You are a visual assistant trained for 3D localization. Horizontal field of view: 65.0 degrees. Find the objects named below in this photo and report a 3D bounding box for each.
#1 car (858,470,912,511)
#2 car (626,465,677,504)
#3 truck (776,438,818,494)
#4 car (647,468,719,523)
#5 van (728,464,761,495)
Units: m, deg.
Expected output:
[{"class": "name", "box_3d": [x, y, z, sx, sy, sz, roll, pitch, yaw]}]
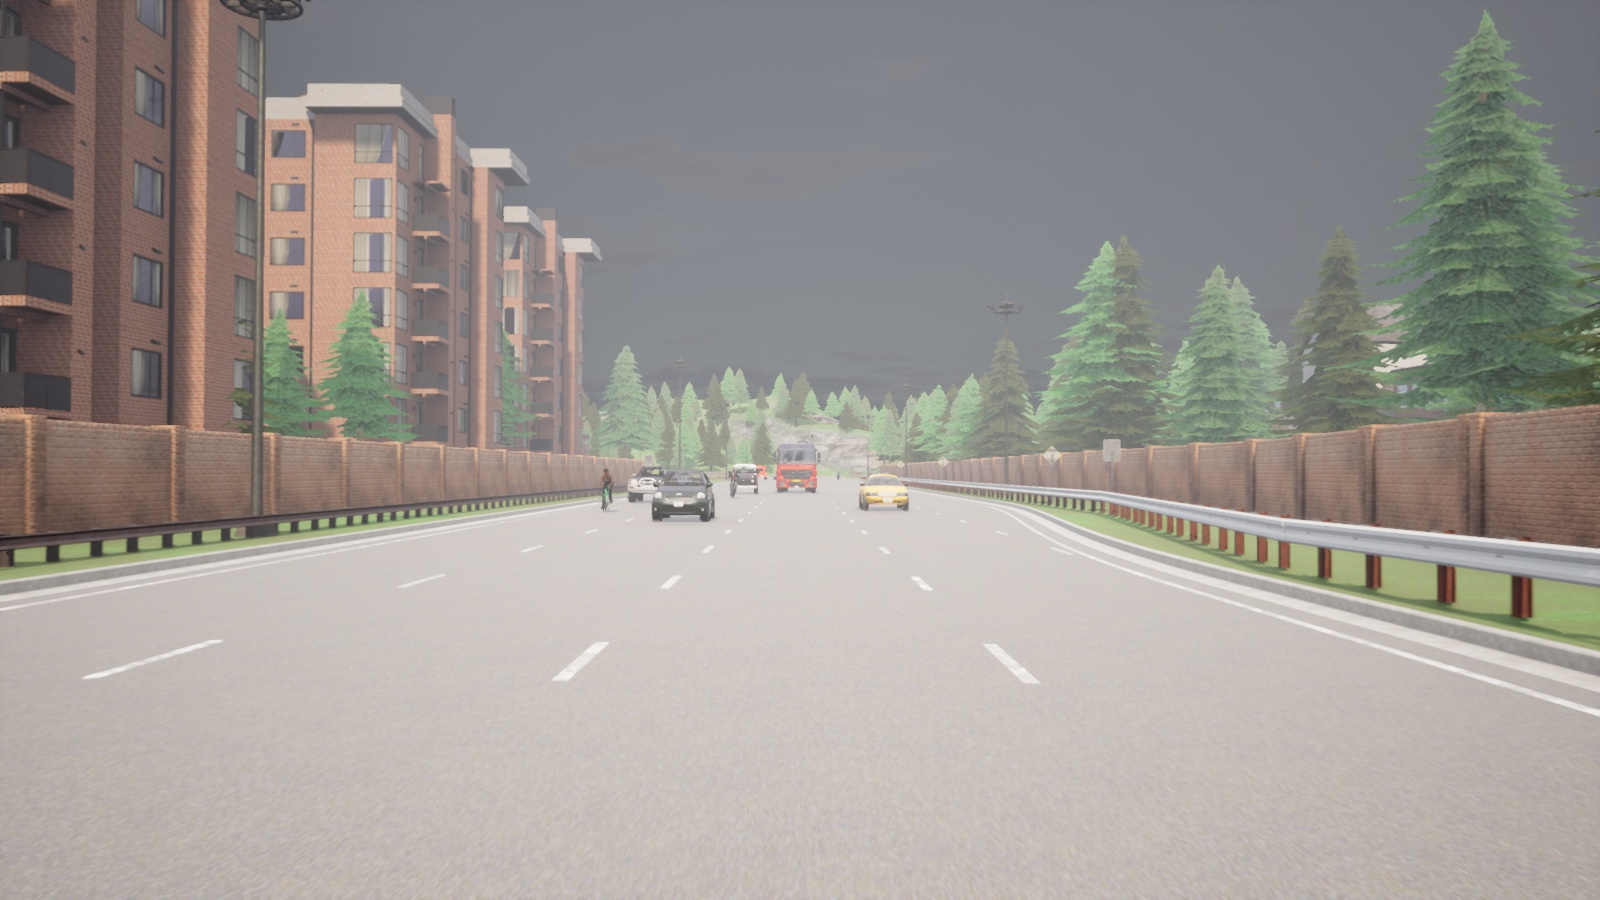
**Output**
[{"class": "car", "box_3d": [3.376, 1.592, 50.877, 1.801, 1.575, 5.366, 0, -1, 0]}, {"class": "car", "box_3d": [-7.149, 1.684, 60.974, 1.932, 1.855, 4.605, 0, -2, 0]}, {"class": "truck", "box_3d": [-0.225, 1.175, 91.043, 2.891, 3.827, 8.468, 0, -1, 0]}, {"class": "car", "box_3d": [-3.596, 1.383, 39.193, 1.851, 1.617, 3.988, 0, -1, 0]}, {"class": "van", "box_3d": [-3.706, 1.970, 84.673, 2.069, 2.038, 4.480, 0, -1, 0]}]
